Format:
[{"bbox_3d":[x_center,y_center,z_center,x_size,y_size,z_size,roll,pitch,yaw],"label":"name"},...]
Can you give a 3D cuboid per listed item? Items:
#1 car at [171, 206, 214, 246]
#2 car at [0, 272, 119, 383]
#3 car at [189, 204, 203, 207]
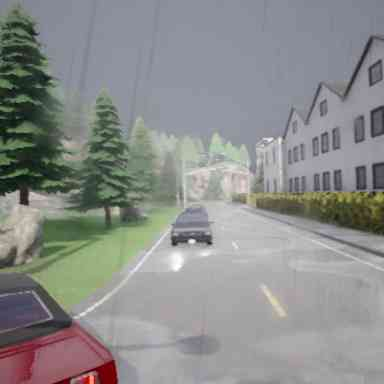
[{"bbox_3d":[0.058,1.677,16.434,2.033,1.411,5.357,-2,0,1],"label":"car"},{"bbox_3d":[-2.808,1.738,4.188,1.895,1.301,4.718,-2,0,-39],"label":"car"},{"bbox_3d":[0.373,1.775,28.426,1.994,1.385,4.181,-2,0,1],"label":"car"}]
